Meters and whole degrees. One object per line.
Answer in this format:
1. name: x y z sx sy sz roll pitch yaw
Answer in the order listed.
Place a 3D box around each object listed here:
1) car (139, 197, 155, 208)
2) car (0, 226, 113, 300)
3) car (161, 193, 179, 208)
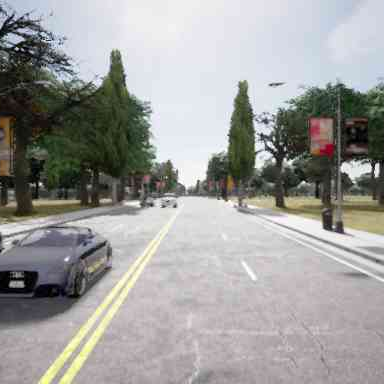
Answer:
1. car: -6.559 1.510 49.398 1.812 1.442 4.674 0 0 0
2. car: -3.350 1.570 8.353 1.994 1.385 4.181 0 0 0
3. car: -3.320 1.206 48.818 2.150 2.045 5.566 0 0 0
